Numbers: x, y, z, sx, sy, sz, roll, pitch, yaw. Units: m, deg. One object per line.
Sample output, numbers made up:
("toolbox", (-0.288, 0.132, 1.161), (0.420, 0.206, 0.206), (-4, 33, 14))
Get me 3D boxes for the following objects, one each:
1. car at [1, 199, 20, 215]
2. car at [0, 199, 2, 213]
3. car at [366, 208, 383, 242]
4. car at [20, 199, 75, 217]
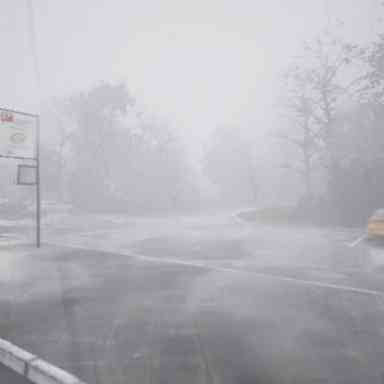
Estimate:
("car", (-16.180, 1.514, 34.095), (2.097, 1.535, 5.008), (0, 0, 36))
("car", (-18.850, 1.520, 35.989), (2.231, 1.521, 4.892), (0, 0, 36))
("car", (9.552, 1.470, 15.695), (2.097, 1.535, 5.008), (0, 0, 36))
("car", (-13.623, 1.549, 32.258), (2.002, 1.452, 4.674), (0, 0, 36))
